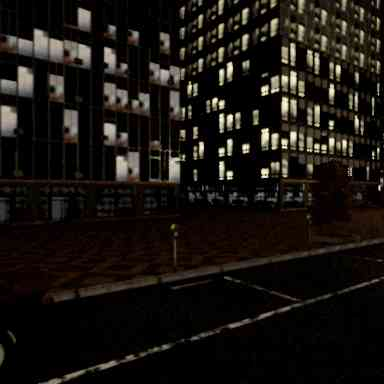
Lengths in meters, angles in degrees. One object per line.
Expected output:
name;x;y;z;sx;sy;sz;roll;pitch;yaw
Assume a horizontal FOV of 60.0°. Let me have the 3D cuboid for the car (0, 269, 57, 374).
car;-3.957;1.546;3.738;4.507;1.381;1.887;0;0;-35
